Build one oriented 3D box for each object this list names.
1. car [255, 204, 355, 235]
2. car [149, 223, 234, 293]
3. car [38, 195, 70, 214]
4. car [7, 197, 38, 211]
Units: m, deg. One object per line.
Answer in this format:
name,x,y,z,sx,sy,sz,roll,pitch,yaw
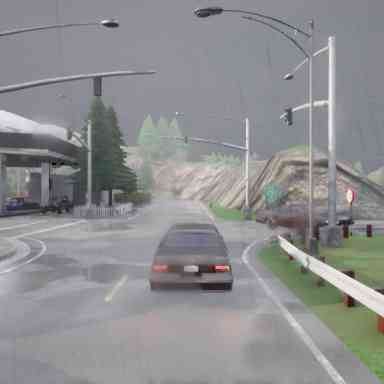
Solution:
car,5.874,1.363,17.937,2.033,1.411,5.357,0,0,-35
car,0.021,1.547,9.009,2.033,1.411,5.357,0,0,1
car,-14.551,1.310,35.841,1.905,1.878,3.866,0,0,-1
car,-20.260,1.476,40.115,2.242,1.667,4.611,0,0,-1
